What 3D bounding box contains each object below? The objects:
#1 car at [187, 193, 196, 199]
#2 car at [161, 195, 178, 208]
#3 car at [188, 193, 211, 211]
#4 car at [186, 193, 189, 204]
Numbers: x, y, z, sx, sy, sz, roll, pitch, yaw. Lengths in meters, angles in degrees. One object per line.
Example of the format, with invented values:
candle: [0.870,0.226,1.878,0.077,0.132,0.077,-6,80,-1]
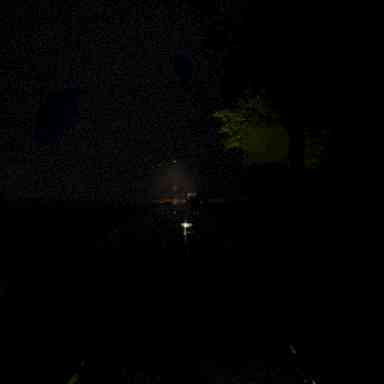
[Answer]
car: [-0.040,0.821,70.705,1.895,1.301,4.718,0,1,0]
car: [-2.862,1.141,42.727,1.882,1.535,5.008,0,0,0]
car: [0.941,1.077,35.790,2.097,1.767,4.553,0,1,0]
car: [-0.031,1.109,53.380,2.033,1.411,5.357,0,1,0]
